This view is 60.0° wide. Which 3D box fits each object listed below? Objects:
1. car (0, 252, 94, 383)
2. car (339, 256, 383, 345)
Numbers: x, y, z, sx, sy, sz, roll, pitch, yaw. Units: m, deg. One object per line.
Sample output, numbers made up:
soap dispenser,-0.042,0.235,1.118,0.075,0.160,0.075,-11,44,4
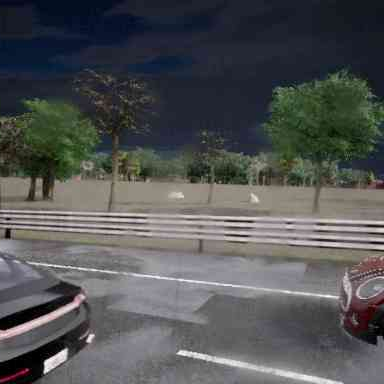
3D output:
car,-3.614,1.490,4.309,4.902,1.511,2.128,0,0,23
car,4.565,1.357,4.698,4.553,1.767,2.097,0,0,23
